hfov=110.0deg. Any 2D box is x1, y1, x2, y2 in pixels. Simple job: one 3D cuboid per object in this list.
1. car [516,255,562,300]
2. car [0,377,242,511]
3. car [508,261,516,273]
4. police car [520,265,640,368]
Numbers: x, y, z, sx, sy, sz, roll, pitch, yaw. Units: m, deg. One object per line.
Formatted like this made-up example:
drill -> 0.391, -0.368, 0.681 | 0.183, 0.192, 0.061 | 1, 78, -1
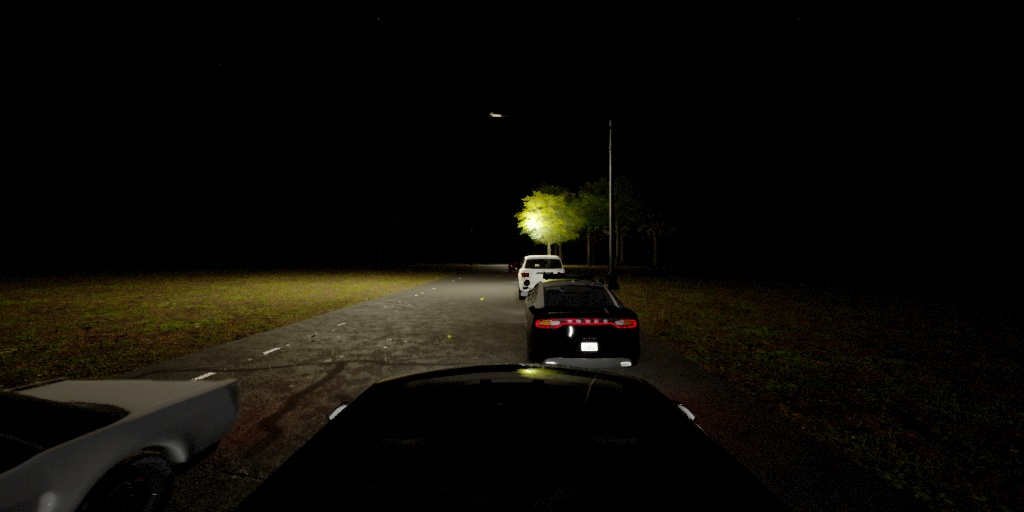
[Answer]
car -> 1.409, 0.988, 17.960 | 2.150, 2.045, 5.566 | 0, 0, 1
car -> -3.503, 1.350, 1.092 | 1.895, 1.301, 4.718 | 0, 0, 1
car -> 0.528, 1.342, 45.805 | 1.812, 1.442, 4.674 | 0, 0, 0
police car -> 1.228, 1.175, 8.015 | 1.930, 1.638, 5.238 | 0, 0, 1
